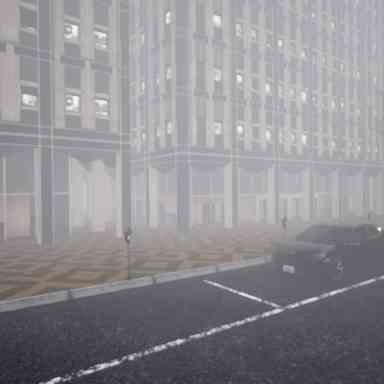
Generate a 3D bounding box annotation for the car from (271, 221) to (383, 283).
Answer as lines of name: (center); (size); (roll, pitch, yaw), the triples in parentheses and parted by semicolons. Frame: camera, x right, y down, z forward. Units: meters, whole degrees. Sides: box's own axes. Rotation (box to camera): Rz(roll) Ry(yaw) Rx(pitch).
car: (4.181, 1.547, 9.579); (4.313, 1.339, 1.947); (0, 0, -36)
